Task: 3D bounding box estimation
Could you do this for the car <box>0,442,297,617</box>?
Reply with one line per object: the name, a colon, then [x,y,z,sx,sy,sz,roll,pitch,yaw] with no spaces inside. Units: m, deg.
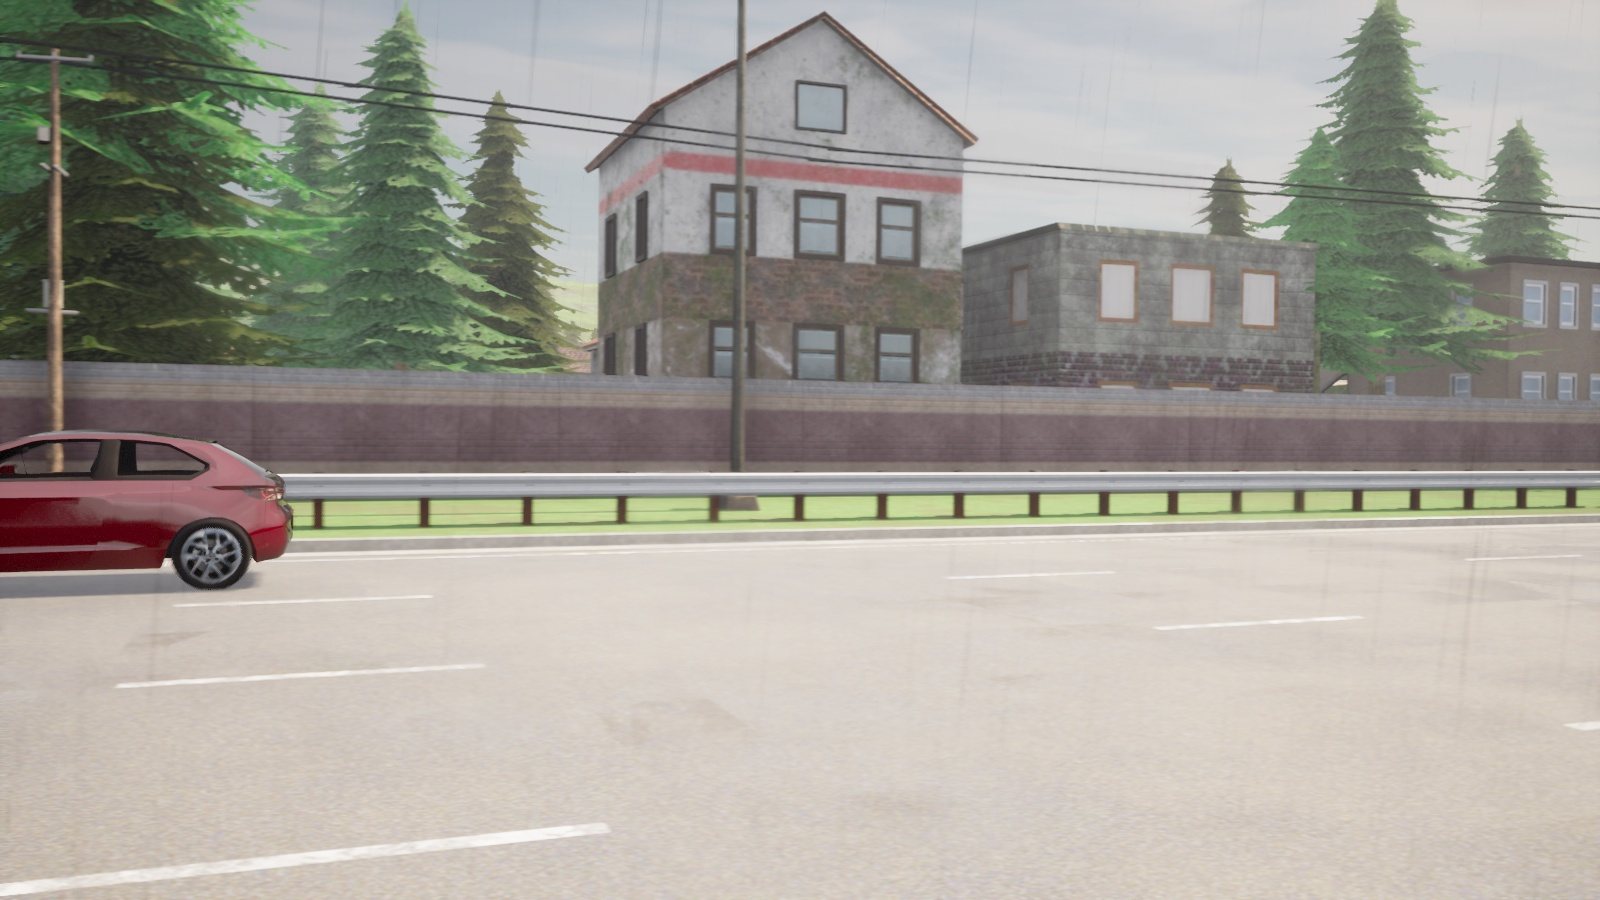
car: [-7.015,0.695,11.807,4.193,1.474,1.816,-1,1,-21]
